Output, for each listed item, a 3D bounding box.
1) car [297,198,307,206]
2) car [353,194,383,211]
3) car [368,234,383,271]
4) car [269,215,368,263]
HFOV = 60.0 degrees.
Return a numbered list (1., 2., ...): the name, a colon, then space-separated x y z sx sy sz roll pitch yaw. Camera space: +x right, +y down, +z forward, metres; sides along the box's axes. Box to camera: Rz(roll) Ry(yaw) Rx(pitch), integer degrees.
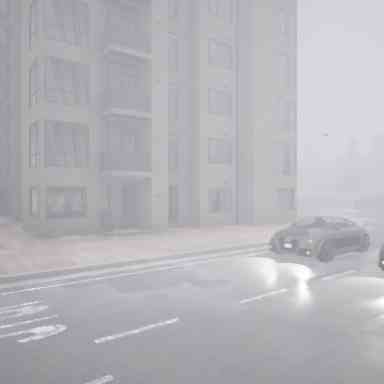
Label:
1. car: 16.394 1.601 54.732 1.895 1.301 4.718 0 0 -33
2. car: 22.717 1.221 41.459 2.150 2.045 5.566 0 0 -13
3. car: 7.074 1.562 9.555 4.181 1.385 1.994 0 0 -40
4. car: 4.690 1.564 12.093 4.181 1.385 1.994 0 0 -39
